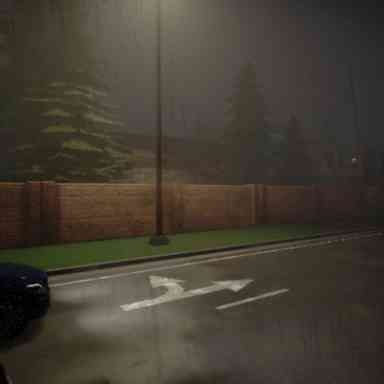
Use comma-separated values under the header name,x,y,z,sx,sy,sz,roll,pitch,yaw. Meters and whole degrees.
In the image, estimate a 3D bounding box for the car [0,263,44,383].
name,x,y,z,sx,sy,sz,roll,pitch,yaw
car,-3.428,1.499,1.300,4.902,1.511,2.128,0,0,-36

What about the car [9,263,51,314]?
name,x,y,z,sx,sy,sz,roll,pitch,yaw
car,-4.567,1.529,4.787,4.674,1.442,1.812,0,0,-36
